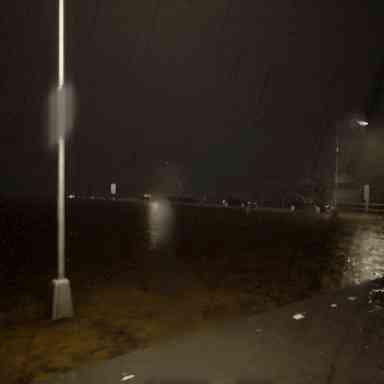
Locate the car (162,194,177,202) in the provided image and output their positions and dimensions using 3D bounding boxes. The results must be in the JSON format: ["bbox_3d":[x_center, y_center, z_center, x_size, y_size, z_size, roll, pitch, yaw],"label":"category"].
[{"bbox_3d":[-3.385,1.118,60.411,2.033,1.411,5.357,2,-1,-35],"label":"car"}]

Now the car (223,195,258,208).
[{"bbox_3d":[5.909,1.161,40.959,1.837,1.490,4.892,2,0,-35],"label":"car"}]

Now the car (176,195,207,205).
[{"bbox_3d":[0.133,1.157,49.098,1.895,1.301,4.718,2,-1,-35],"label":"car"}]

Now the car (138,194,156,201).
[{"bbox_3d":[-9.385,1.104,68.778,1.895,1.301,4.718,2,-1,-35],"label":"car"}]

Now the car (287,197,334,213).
[{"bbox_3d":[11.672,1.276,32.849,1.837,1.490,4.892,2,0,-35],"label":"car"}]
